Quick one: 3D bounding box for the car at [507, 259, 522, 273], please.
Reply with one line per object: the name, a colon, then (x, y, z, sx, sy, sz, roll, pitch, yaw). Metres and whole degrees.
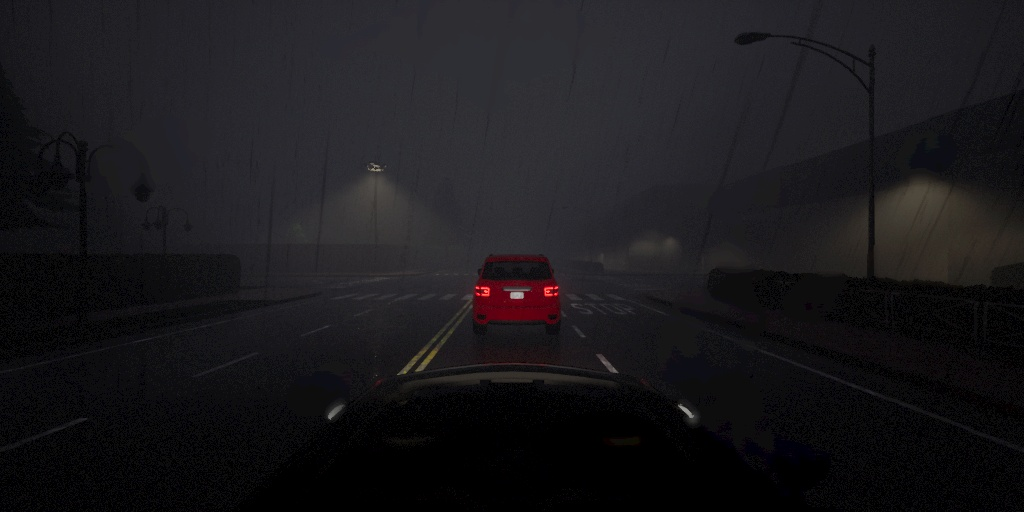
car: (0.333, 1.228, 45.522, 1.882, 1.535, 5.008, 0, 0, 1)

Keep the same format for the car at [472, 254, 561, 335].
car: (0.116, 0.971, 10.664, 2.150, 2.045, 5.566, 0, 0, 0)
